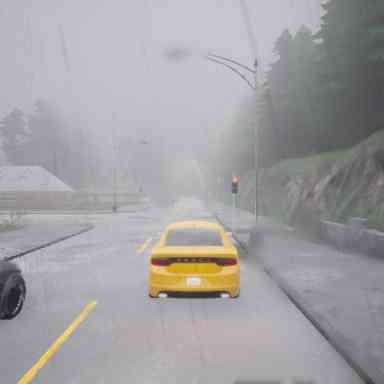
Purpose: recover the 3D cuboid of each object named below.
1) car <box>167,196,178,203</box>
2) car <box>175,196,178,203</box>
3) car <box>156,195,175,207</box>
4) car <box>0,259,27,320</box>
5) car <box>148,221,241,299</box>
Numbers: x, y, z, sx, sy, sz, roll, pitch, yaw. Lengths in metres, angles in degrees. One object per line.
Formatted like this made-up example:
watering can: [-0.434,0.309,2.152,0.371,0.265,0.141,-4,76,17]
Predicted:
car: [-3.957,1.564,68.928,1.994,1.385,4.181,0,0,0]
car: [-4.035,1.564,58.817,1.994,1.385,4.181,0,0,0]
car: [-4.060,1.352,49.499,2.097,1.767,4.553,0,0,0]
car: [-4.094,1.564,4.544,1.994,1.385,4.181,0,0,0]
car: [0.059,1.478,8.532,1.882,1.535,5.008,0,0,1]
